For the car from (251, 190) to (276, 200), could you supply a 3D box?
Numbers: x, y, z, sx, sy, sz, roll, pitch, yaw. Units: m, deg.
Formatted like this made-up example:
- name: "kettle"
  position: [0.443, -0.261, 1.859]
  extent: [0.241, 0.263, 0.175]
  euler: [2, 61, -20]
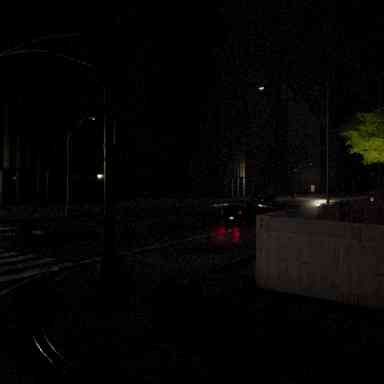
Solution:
- name: "car"
  position: [10.758, 0.705, 49.956]
  extent: [2.150, 2.045, 5.566]
  euler: [0, 1, 35]

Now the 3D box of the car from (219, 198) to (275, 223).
- name: "car"
  position: [3.799, 1.337, 23.060]
  extent: [1.895, 1.301, 4.718]
  euler: [0, 1, 35]
